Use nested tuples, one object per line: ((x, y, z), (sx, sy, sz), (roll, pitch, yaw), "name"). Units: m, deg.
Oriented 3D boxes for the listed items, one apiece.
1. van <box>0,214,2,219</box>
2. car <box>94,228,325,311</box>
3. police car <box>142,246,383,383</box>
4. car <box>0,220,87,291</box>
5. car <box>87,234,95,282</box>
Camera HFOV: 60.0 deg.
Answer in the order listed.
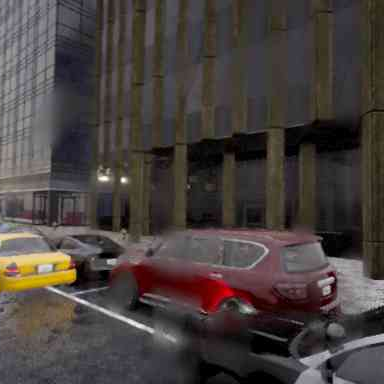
((-11.877, 1.985, 18.412), (3.998, 1.788, 1.690), (-1, -4, 43), "van")
((0.357, 1.655, 6.819), (5.009, 1.841, 2.192), (-1, -4, 43), "car")
((2.026, 1.604, 2.668), (5.238, 1.638, 1.930), (-1, -4, 43), "police car")
((-5.300, 1.815, 9.589), (5.366, 1.575, 1.801), (-1, -4, 43), "car")
((-3.726, 2.006, 10.672), (4.313, 1.339, 1.947), (-1, -4, 43), "car")
